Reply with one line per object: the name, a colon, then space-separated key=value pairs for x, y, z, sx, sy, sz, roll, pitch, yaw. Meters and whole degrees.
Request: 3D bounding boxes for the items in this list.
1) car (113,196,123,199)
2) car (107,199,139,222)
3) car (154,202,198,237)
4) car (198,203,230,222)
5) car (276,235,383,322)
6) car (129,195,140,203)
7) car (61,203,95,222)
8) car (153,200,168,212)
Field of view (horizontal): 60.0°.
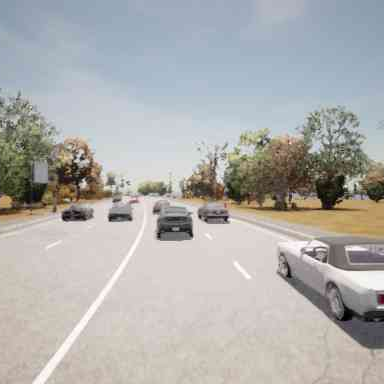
car: x=-15.369 y=1.505 z=68.947 sx=1.882 sy=1.535 sz=5.008 roll=0 pitch=0 yaw=-9
car: x=-5.718 y=1.564 z=27.246 sx=2.033 sy=1.411 sz=5.357 roll=0 pitch=0 yaw=-7
car: x=-0.994 y=1.511 z=18.178 sx=1.837 sy=1.490 sz=4.892 roll=0 pitch=0 yaw=-5
car: x=1.616 y=1.550 z=26.613 sx=2.033 sy=1.411 sz=5.357 roll=0 pitch=0 yaw=-7
car: x=3.339 y=1.595 z=7.194 sx=1.895 sy=1.301 sz=4.718 roll=0 pitch=0 yaw=-2
car: x=-11.582 y=1.383 z=67.325 sx=2.097 sy=1.767 sz=4.553 roll=0 pitch=0 yaw=-9
car: x=-9.238 y=1.623 z=27.155 sx=1.895 sy=1.301 sz=4.718 roll=0 pitch=0 yaw=-7
car: x=-3.194 y=1.577 z=35.916 sx=1.994 sy=1.385 sz=4.181 roll=0 pitch=0 yaw=-8
